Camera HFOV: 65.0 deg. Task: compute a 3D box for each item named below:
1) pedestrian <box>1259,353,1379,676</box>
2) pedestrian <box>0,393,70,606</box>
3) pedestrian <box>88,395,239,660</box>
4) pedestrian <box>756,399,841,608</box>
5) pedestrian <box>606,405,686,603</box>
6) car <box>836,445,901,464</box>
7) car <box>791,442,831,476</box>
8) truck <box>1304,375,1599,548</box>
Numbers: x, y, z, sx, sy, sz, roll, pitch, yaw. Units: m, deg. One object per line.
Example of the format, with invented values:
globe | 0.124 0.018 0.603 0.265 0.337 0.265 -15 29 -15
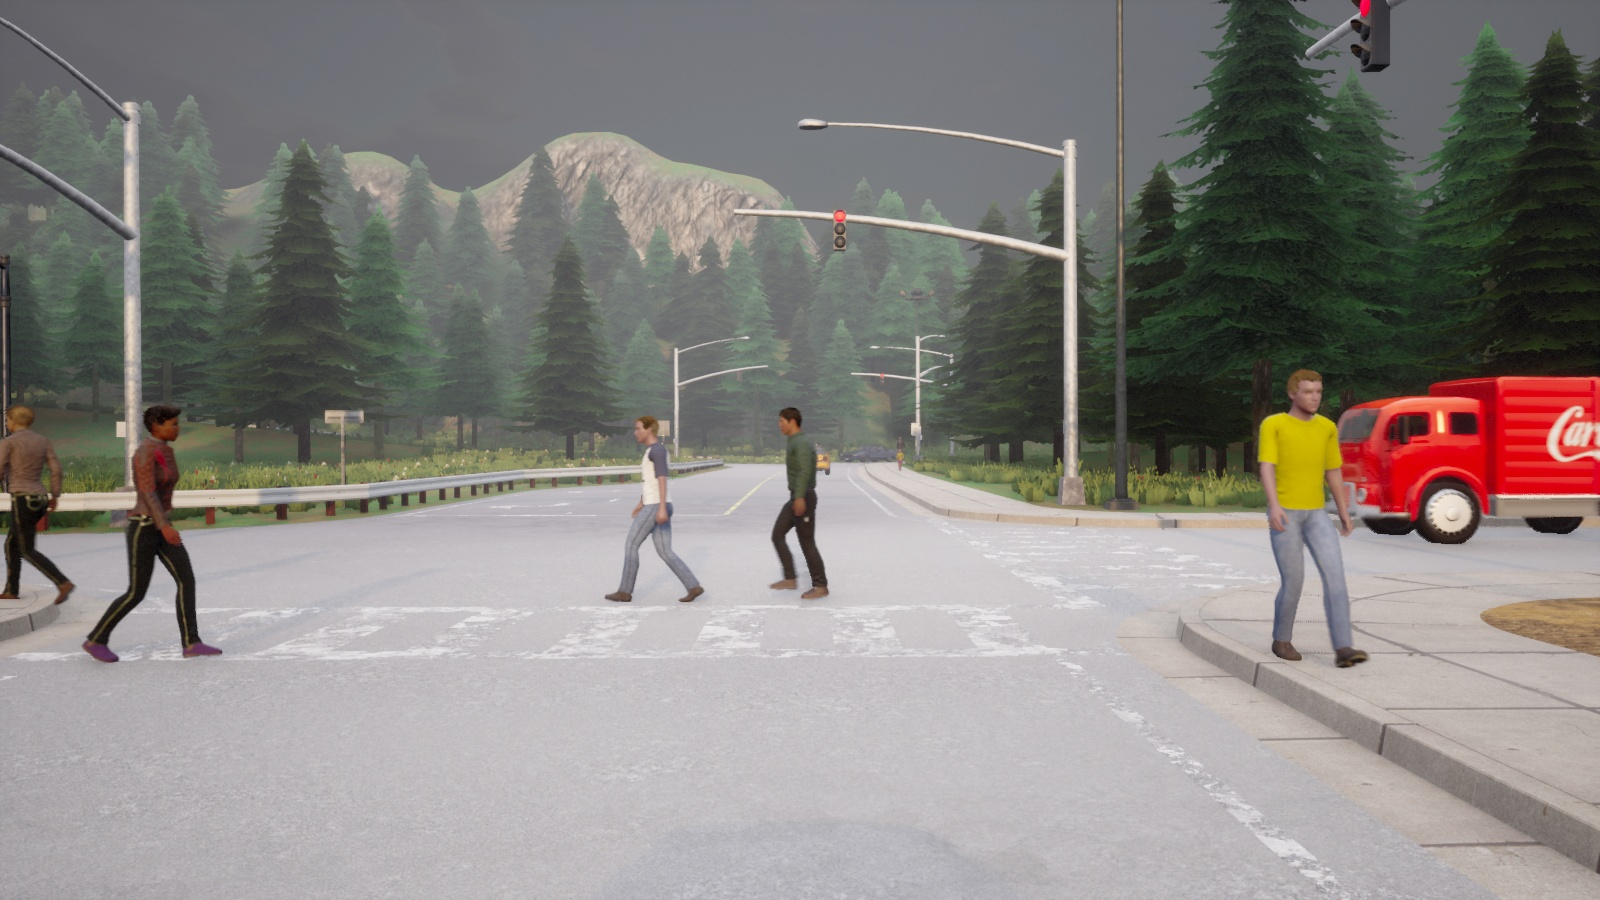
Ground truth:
pedestrian | 3.086 0.366 7.508 0.354 1.836 0.706 0 0 -7
pedestrian | -6.857 0.426 11.093 0.634 1.846 0.331 0 0 13
pedestrian | -4.416 0.527 8.734 0.869 1.805 0.328 0 0 -3
pedestrian | -0.022 0.496 11.938 0.788 1.949 0.423 0 0 -3
pedestrian | -1.446 0.501 11.861 0.706 1.836 0.354 0 0 -1
car | 5.387 0.307 97.753 2.033 1.411 5.357 0 0 45
car | 0.571 0.395 60.659 1.801 1.575 5.366 0 0 2
truck | 10.859 0.161 19.267 5.204 2.467 2.627 0 0 1
